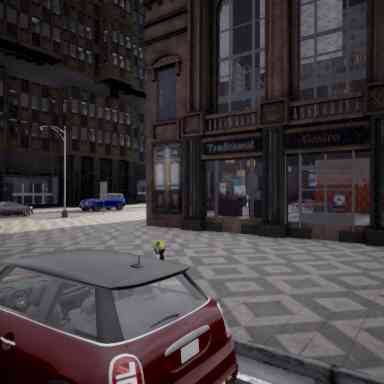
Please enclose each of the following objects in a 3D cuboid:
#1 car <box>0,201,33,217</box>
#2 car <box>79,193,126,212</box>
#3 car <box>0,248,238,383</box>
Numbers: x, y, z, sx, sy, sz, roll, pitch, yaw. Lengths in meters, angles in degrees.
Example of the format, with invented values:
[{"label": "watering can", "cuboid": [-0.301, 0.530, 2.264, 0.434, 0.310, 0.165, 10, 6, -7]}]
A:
[{"label": "car", "cuboid": [-16.268, 1.527, 29.189, 1.994, 1.385, 4.181, 0, 0, 35]}, {"label": "car", "cuboid": [-10.091, 1.162, 37.930, 2.150, 2.045, 5.566, 0, 0, 35]}, {"label": "car", "cuboid": [-1.596, 1.440, 4.098, 4.097, 1.590, 1.967, 0, 0, 35]}]
